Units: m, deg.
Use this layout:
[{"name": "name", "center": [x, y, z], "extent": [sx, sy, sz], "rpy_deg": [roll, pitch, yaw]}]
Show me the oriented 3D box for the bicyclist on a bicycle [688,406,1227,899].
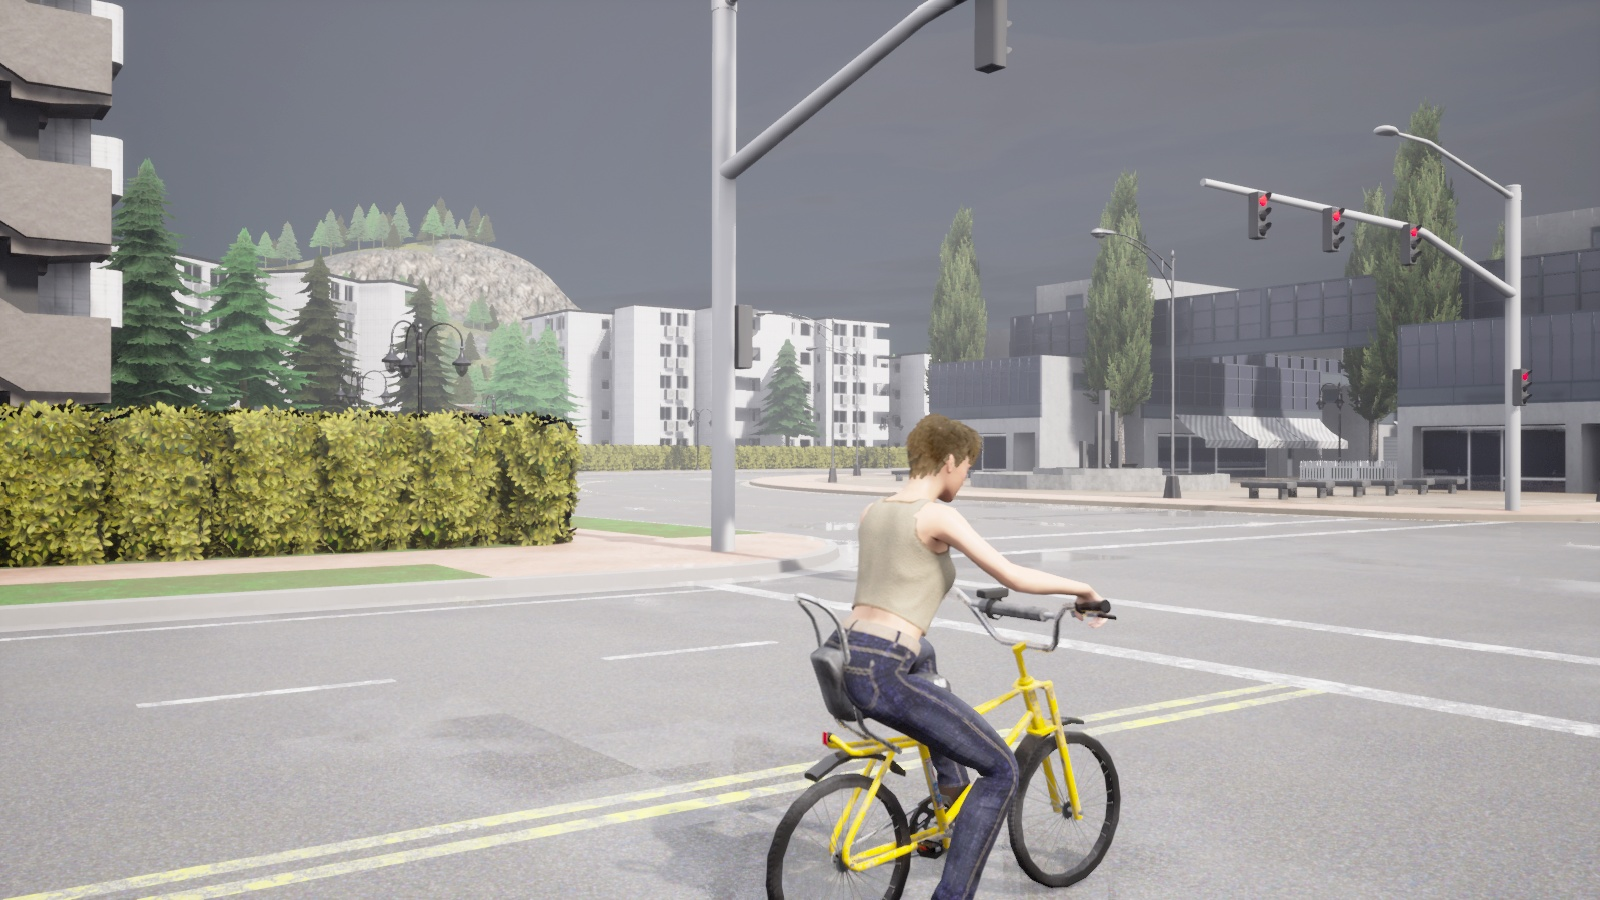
[{"name": "bicyclist on a bicycle", "center": [0.521, 0.690, 4.027], "extent": [1.509, 1.612, 0.866], "rpy_deg": [0, 0, -35]}]
